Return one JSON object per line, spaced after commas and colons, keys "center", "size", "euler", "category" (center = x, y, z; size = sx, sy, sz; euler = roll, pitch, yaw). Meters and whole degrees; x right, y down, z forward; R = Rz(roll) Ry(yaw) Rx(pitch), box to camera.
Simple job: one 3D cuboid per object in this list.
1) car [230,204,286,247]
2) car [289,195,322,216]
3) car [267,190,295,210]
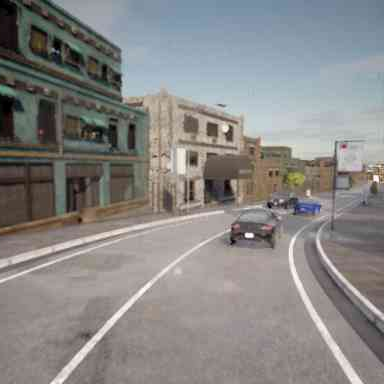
{"center": [2.957, 1.481, 14.866], "size": [1.812, 1.442, 4.674], "euler": [2, 1, 19], "category": "car"}
{"center": [10.918, 1.333, 31.245], "size": [1.882, 1.535, 5.008], "euler": [3, 2, 29], "category": "car"}
{"center": [10.168, 0.867, 37.221], "size": [2.150, 2.045, 5.566], "euler": [3, 2, 30], "category": "car"}
